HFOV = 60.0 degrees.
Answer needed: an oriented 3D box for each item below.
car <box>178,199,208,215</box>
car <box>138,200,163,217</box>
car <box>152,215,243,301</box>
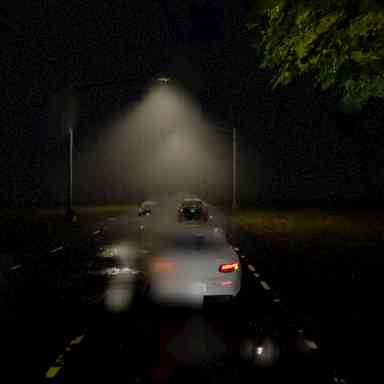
[{"bbox_3d":[0.059,1.300,24.793,2.097,1.767,4.553,0,0,0],"label":"car"},{"bbox_3d":[-3.668,1.457,30.299,2.033,1.411,5.357,0,0,0],"label":"car"},{"bbox_3d":[0.103,1.524,8.181,1.812,1.442,4.674,0,0,0],"label":"car"}]
